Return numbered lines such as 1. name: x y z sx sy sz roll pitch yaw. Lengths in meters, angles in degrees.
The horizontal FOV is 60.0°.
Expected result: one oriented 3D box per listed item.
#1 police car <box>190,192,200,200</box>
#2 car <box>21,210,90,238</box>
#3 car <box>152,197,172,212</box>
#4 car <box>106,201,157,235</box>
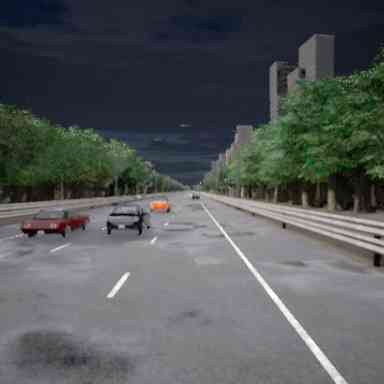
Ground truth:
1. police car: 1.036 1.241 84.963 1.930 1.638 5.238 0 0 0
2. car: -6.903 1.565 17.426 1.895 1.301 4.718 0 0 0
3. car: -3.406 1.283 37.127 2.097 1.767 4.553 0 0 0
4. car: -3.403 1.454 18.521 2.128 1.511 4.902 0 0 0
